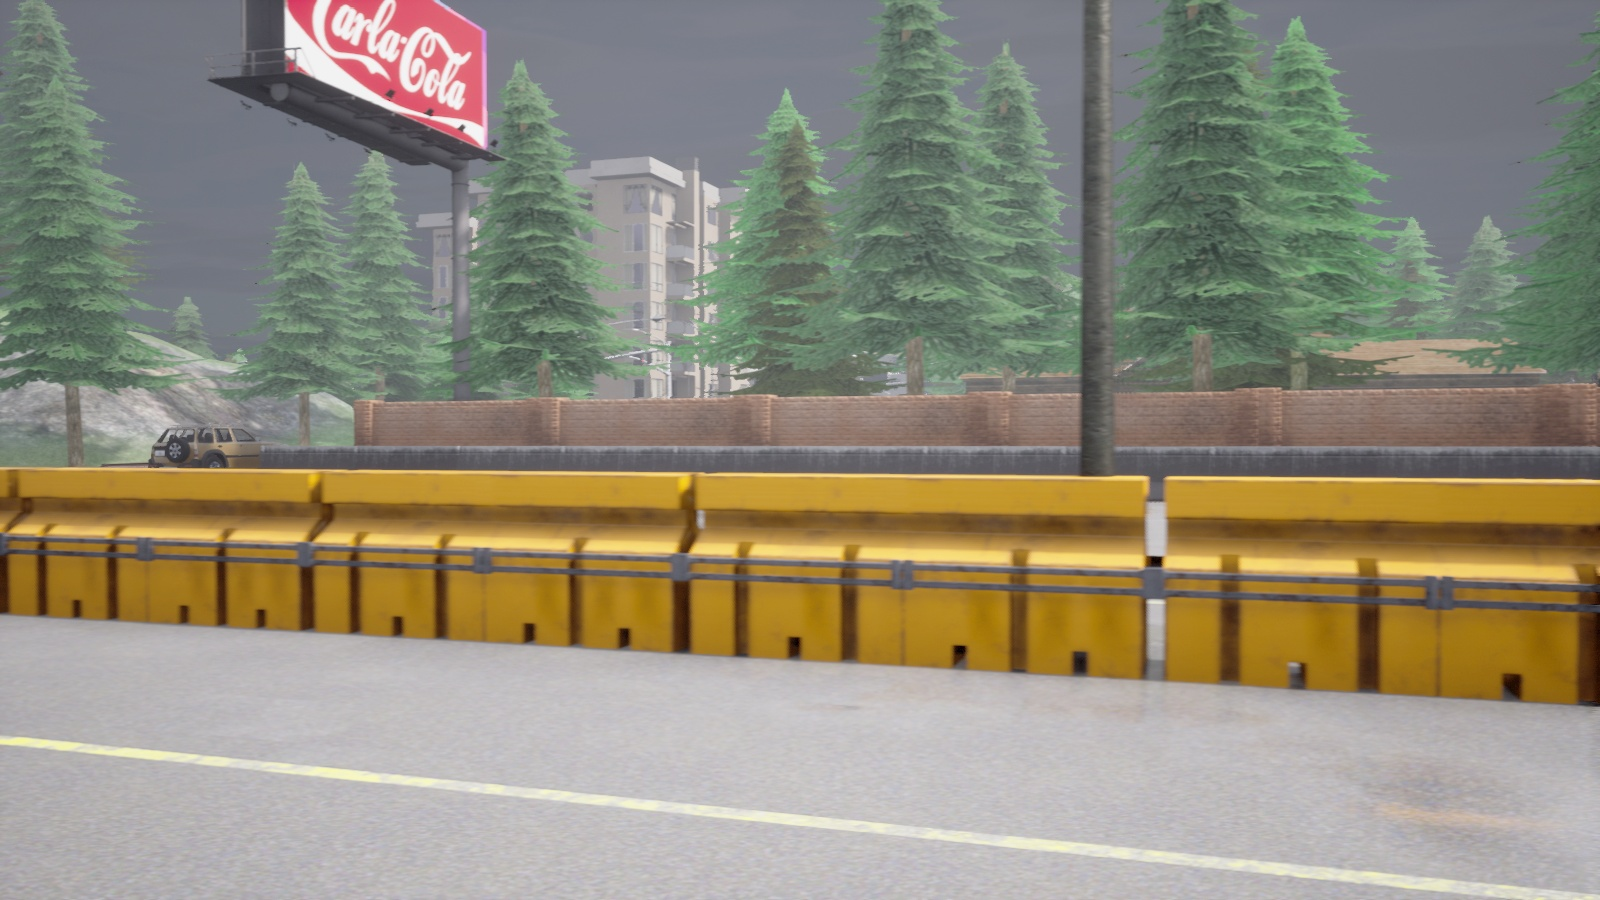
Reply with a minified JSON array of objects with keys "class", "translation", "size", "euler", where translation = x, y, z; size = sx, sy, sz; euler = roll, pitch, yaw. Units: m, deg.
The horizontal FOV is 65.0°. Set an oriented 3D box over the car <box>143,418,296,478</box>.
[{"class":"car","translation":[-18.830,-0.101,41.004],"size":[1.932,1.855,4.605],"euler":[0,1,17]}]
